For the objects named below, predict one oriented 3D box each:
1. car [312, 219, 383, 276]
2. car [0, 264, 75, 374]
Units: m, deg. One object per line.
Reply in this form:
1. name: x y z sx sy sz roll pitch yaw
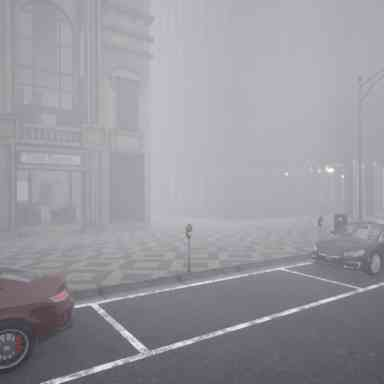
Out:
1. car: 5.522 1.550 10.230 4.403 1.369 2.008 0 0 -34
2. car: -3.672 1.582 4.101 4.206 1.307 1.802 0 0 -34
